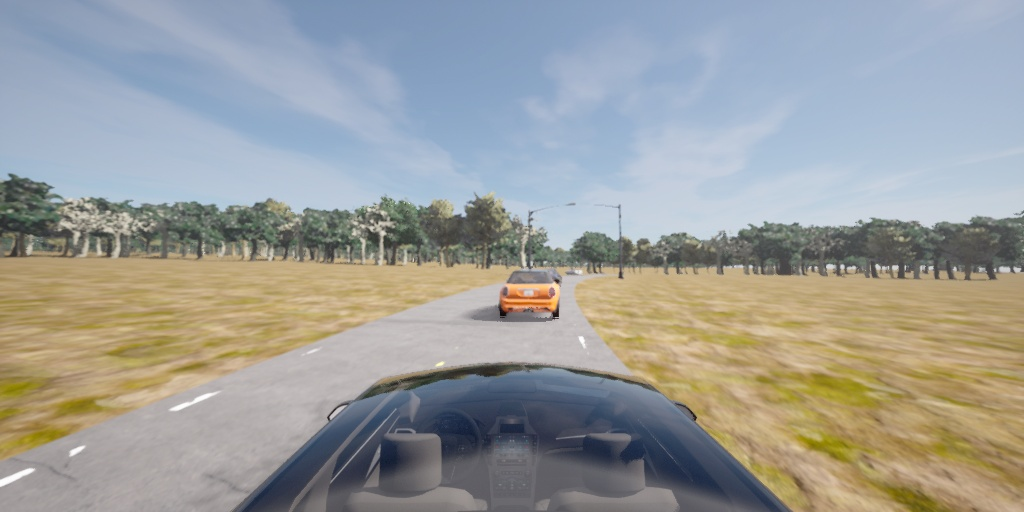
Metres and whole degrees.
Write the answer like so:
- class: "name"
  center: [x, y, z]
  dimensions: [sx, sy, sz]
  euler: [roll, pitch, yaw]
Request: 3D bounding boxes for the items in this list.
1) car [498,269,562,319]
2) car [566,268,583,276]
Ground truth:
- class: "car"
  center: [0.799, 1.279, 13.972]
  dimensions: [2.097, 1.767, 4.553]
  euler: [0, -1, 7]
- class: "car"
  center: [10.257, 2.655, 59.287]
  dimensions: [1.895, 1.301, 4.718]
  euler: [-1, -3, 25]
